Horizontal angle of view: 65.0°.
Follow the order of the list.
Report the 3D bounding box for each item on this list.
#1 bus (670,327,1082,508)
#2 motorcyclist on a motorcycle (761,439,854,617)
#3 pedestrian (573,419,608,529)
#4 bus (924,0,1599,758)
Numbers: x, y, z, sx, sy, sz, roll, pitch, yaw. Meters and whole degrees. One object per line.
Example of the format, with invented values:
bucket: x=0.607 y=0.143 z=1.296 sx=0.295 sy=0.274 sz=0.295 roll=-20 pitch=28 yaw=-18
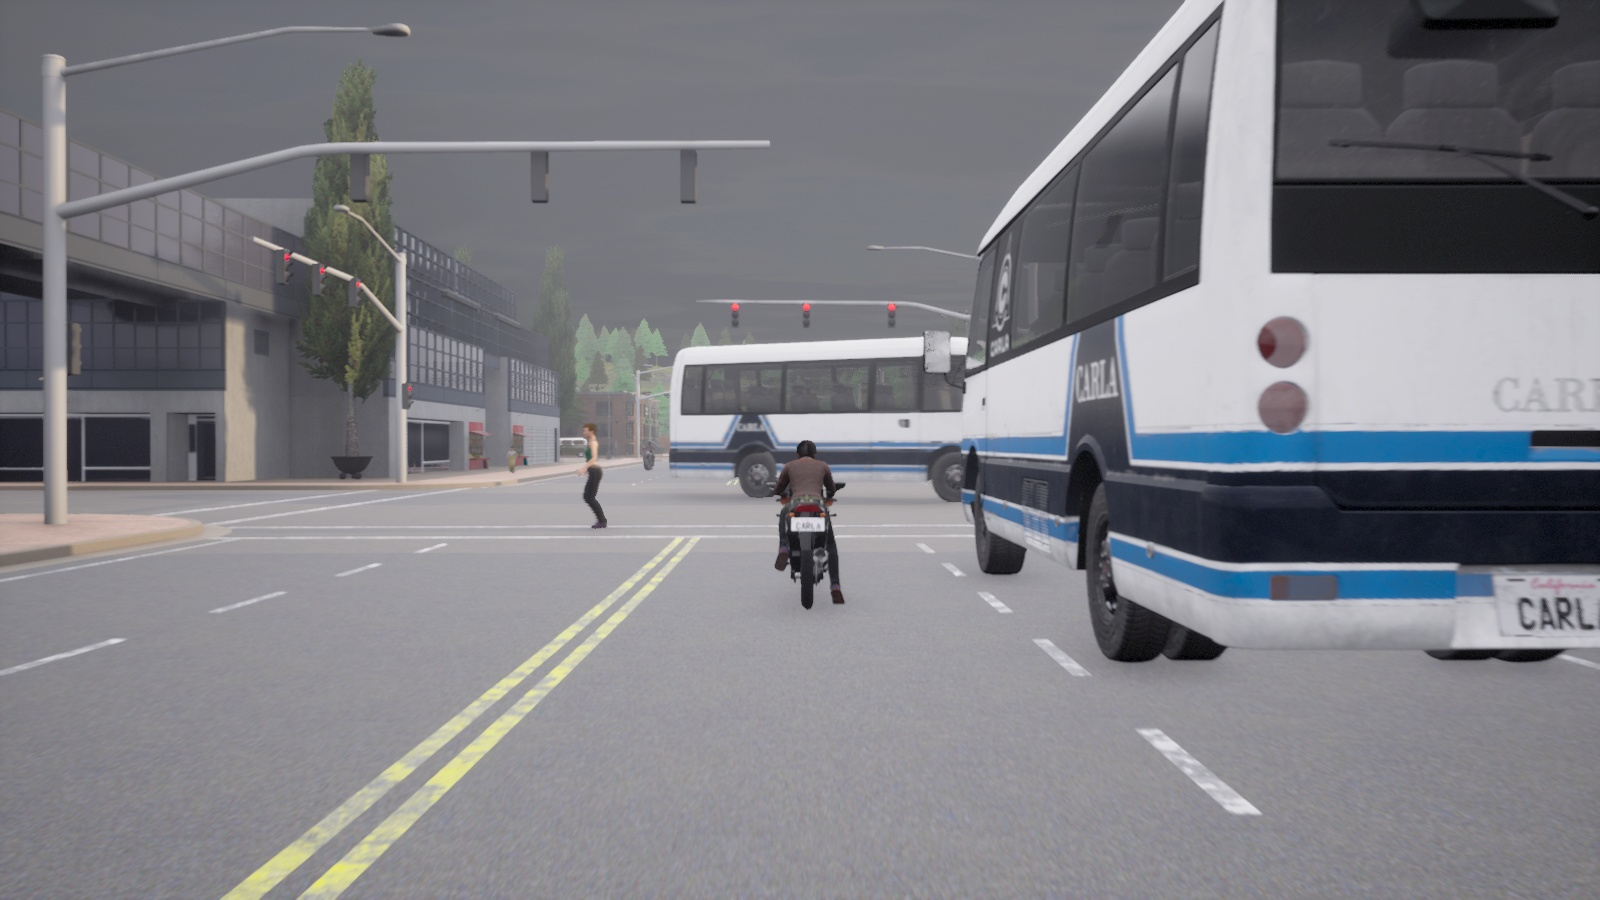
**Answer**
bus: x=1.939 y=-0.818 z=33.646 sx=10.273 sy=4.253 sz=3.944 roll=0 pitch=1 yaw=28
motorcyclist on a motorcycle: x=0.061 y=0.662 z=11.777 sx=0.797 sy=1.523 sz=2.044 roll=0 pitch=0 yaw=0
pedestrian: x=-3.556 y=0.402 z=21.330 sx=0.594 sy=1.836 sz=0.345 roll=0 pitch=0 yaw=-9
bus: x=3.564 y=-0.690 z=11.104 sx=3.944 sy=4.253 sz=10.273 roll=0 pitch=0 yaw=0
